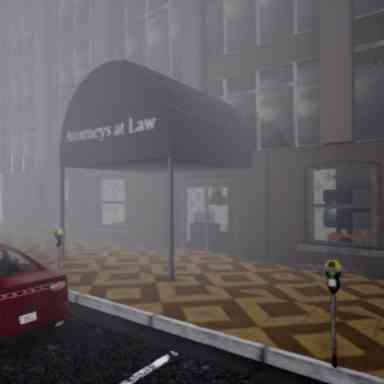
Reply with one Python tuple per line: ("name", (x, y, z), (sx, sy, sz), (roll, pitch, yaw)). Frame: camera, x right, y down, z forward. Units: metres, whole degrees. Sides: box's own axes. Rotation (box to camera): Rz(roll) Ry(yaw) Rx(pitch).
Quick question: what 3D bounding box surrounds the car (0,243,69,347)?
("car", (-3.994, 1.540, 5.729), (4.507, 1.381, 1.887), (0, 0, 35))
